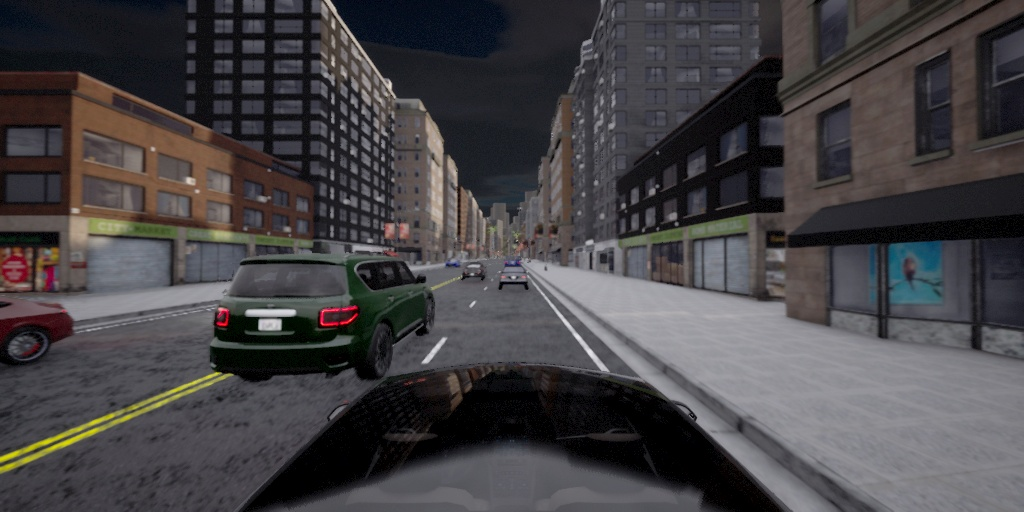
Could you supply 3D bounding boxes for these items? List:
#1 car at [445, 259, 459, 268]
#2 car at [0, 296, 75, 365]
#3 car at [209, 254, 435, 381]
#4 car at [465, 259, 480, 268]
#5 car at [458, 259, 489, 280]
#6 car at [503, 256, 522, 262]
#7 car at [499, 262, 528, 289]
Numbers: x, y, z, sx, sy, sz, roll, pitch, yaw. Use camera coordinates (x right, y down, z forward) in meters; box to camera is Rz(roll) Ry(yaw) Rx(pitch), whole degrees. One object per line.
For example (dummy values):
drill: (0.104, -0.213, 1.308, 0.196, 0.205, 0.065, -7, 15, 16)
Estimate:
car: (-9.778, 1.191, 59.292, 1.882, 1.535, 5.008, 0, 0, 0)
car: (-9.806, 1.276, 5.328, 1.812, 1.442, 4.674, 0, 0, 0)
car: (-3.152, 0.975, 7.355, 2.150, 2.045, 5.566, 0, 0, 0)
car: (-6.525, 1.224, 59.532, 1.837, 1.490, 4.892, 0, 0, 0)
car: (-3.161, 1.278, 30.766, 1.812, 1.442, 4.674, 0, 0, 0)
car: (0.082, 0.961, 46.358, 2.150, 2.045, 5.566, 0, 0, 0)
car: (0.097, 1.303, 23.394, 2.033, 1.411, 5.357, 0, 0, 0)
